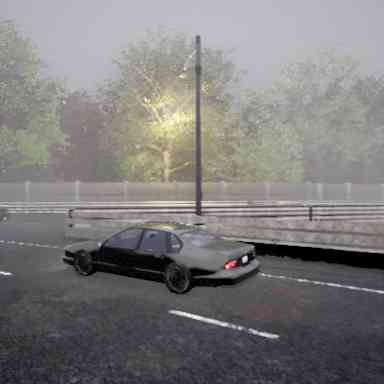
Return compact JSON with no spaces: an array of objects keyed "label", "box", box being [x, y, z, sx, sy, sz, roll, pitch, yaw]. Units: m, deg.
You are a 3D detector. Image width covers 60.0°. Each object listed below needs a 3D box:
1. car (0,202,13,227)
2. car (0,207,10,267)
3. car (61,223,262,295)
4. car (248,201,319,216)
[{"label":"car","box":[-14.647,1.475,21.786,4.892,1.490,1.837,0,0,0]},{"label":"car","box":[-7.062,1.218,8.178,5.566,2.045,2.150,0,0,30]},{"label":"car","box":[-0.982,1.525,8.624,5.357,1.411,2.033,0,0,31]},{"label":"car","box":[6.469,1.432,23.680,5.008,1.535,1.882,-1,0,-9]}]
